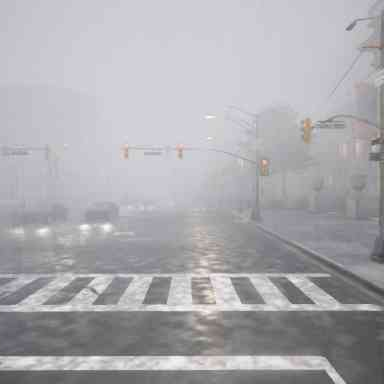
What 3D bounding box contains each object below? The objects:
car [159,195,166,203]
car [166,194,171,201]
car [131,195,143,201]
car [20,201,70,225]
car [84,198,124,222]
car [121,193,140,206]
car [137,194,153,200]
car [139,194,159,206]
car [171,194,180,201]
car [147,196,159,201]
[{"bbox_3d":[-7.182,1.477,69.069,1.882,1.535,5.008,0,0,0],"label":"car"},{"bbox_3d":[-7.713,1.595,85.813,1.895,1.301,4.718,0,0,-25],"label":"car"},{"bbox_3d":[-13.548,1.539,81.726,2.033,1.411,5.357,0,0,-21],"label":"car"},{"bbox_3d":[-10.640,1.477,24.378,1.882,1.535,5.008,0,0,0],"label":"car"},{"bbox_3d":[-7.144,1.477,26.832,1.882,1.535,5.008,0,0,0],"label":"car"},{"bbox_3d":[-10.691,1.222,56.146,2.150,2.045,5.566,0,0,0],"label":"car"},{"bbox_3d":[-13.276,1.427,94.429,1.882,1.535,5.008,0,0,-43],"label":"car"},{"bbox_3d":[-7.192,1.477,55.616,1.882,1.535,5.008,0,0,0],"label":"car"},{"bbox_3d":[-5.062,1.355,88.302,2.097,1.767,4.553,0,0,-29],"label":"car"},{"bbox_3d":[-9.636,1.595,81.429,1.895,1.301,4.718,0,0,-21],"label":"car"}]
